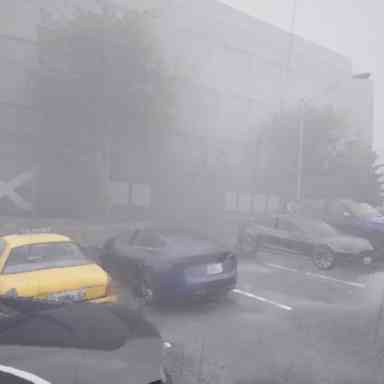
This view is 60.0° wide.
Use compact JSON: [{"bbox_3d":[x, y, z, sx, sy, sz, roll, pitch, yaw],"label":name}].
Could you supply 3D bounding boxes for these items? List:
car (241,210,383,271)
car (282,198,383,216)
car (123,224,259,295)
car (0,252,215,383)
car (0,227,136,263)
[{"bbox_3d":[3.668,1.568,11.542,2.163,1.488,4.792,0,0,-35],"label":"car"},{"bbox_3d":[5.944,1.304,13.165,2.435,2.045,5.566,0,0,-35],"label":"car"},{"bbox_3d":[-0.916,1.534,8.347,2.163,1.488,4.792,0,0,-35],"label":"car"},{"bbox_3d":[-2.382,1.485,1.678,4.902,1.511,2.128,0,0,-35],"label":"car"},{"bbox_3d":[-3.281,1.484,6.853,1.946,1.575,5.366,0,0,-35],"label":"car"}]
